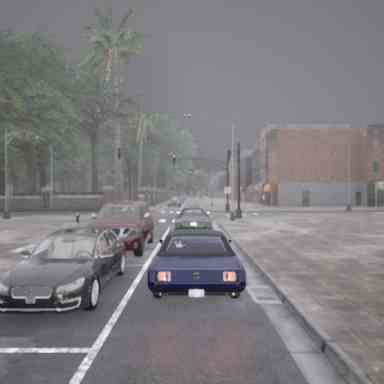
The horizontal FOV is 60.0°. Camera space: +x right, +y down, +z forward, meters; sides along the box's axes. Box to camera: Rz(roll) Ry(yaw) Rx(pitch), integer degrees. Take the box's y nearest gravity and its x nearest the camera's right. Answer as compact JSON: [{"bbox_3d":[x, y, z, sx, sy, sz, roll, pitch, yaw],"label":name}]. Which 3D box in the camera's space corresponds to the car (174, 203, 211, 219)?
[{"bbox_3d":[0.068,1.556,18.452,1.994,1.385,4.181,0,0,0],"label":"car"}]

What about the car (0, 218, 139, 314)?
[{"bbox_3d":[-2.649,1.544,7.626,2.008,1.369,4.403,0,0,0],"label":"car"}]

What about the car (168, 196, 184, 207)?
[{"bbox_3d":[-2.715,1.494,51.238,1.967,1.590,4.097,0,0,0],"label":"car"}]

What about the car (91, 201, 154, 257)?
[{"bbox_3d":[-2.657,1.306,13.089,2.192,1.841,5.009,0,0,0],"label":"car"}]

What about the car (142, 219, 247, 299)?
[{"bbox_3d":[0.087,1.594,8.409,1.895,1.301,4.718,0,0,0],"label":"car"}]
